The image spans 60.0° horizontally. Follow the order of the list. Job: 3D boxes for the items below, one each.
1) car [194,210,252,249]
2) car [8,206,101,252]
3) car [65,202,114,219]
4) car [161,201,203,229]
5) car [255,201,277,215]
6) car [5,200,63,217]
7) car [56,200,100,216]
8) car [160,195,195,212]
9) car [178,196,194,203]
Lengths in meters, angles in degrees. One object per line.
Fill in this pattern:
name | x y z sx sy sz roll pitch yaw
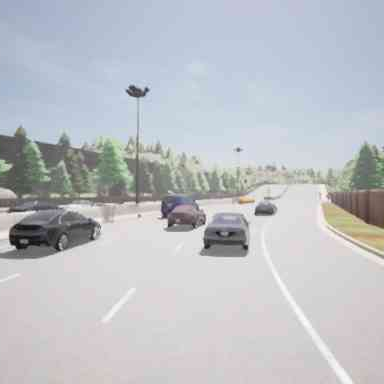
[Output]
car | 1.640 1.603 14.886 2.033 1.411 5.357 0 0 10
car | -5.572 1.517 14.165 1.837 1.490 4.892 0 0 9
car | -9.149 1.643 30.292 1.895 1.301 4.718 0 0 18
car | -0.288 1.593 22.329 1.812 1.442 4.674 0 0 14
car | 8.110 1.720 36.368 1.994 1.385 4.181 0 0 20
car | -15.574 1.563 33.162 2.033 1.411 5.357 0 0 18
car | -11.537 1.566 34.143 1.812 1.442 4.674 0 0 19
car | -1.084 1.312 31.663 2.150 2.045 5.566 0 0 19
car | -1.182 1.533 71.445 1.812 1.442 4.674 0 0 21
